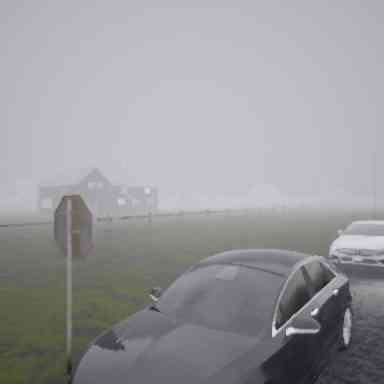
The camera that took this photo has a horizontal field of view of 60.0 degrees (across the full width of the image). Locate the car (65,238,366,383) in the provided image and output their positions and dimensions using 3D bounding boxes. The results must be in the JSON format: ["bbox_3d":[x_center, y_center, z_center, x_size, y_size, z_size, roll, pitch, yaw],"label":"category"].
[{"bbox_3d":[0.747,1.612,4.367,1.837,1.490,4.892,-2,-2,37],"label":"car"}]

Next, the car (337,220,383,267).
[{"bbox_3d":[6.340,1.746,11.792,1.812,1.442,4.674,-2,-2,37],"label":"car"}]
